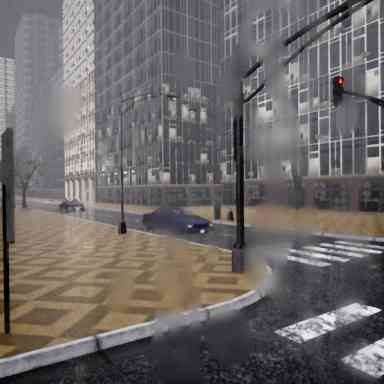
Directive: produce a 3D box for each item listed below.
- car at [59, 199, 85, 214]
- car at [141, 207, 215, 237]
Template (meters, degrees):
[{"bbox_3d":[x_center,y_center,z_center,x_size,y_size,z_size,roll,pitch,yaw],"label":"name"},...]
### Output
[{"bbox_3d":[-13.120,1.560,36.182,2.128,1.511,4.902,-1,0,-35],"label":"car"},{"bbox_3d":[-0.999,1.589,18.868,2.033,1.411,5.357,-1,0,-35],"label":"car"}]
